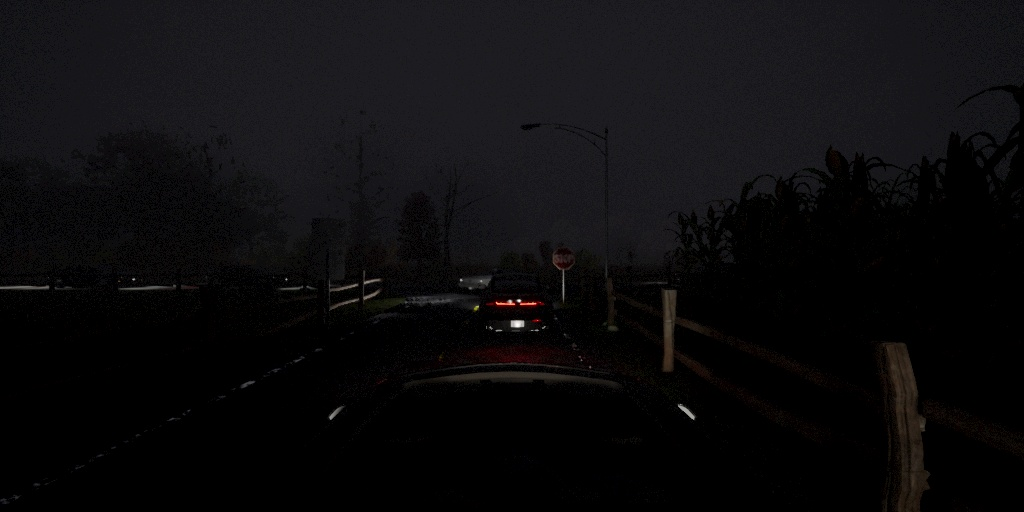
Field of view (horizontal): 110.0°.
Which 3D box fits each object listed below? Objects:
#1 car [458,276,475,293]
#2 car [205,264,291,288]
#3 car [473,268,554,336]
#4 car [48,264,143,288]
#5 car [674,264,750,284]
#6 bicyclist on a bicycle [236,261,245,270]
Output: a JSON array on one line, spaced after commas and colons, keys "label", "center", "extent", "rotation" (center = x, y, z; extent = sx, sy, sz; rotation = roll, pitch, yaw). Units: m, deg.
[{"label": "car", "center": [-0.834, 1.349, 20.268], "extent": [1.895, 1.301, 4.718], "rotation": [0, 0, 37]}, {"label": "car", "center": [-17.116, 1.281, 23.391], "extent": [4.892, 1.490, 1.837], "rotation": [0, 0, 1]}, {"label": "car", "center": [0.071, 1.255, 10.366], "extent": [1.837, 1.490, 4.892], "rotation": [0, 0, -1]}, {"label": "car", "center": [-27.249, 1.294, 23.540], "extent": [4.892, 1.490, 1.837], "rotation": [0, 0, 0]}, {"label": "car", "center": [14.683, 1.264, 25.881], "extent": [5.357, 1.411, 2.033], "rotation": [0, 0, 1]}, {"label": "bicyclist on a bicycle", "center": [-22.402, 1.241, 29.442], "extent": [0.582, 1.620, 1.656], "rotation": [0, 0, 1]}]
